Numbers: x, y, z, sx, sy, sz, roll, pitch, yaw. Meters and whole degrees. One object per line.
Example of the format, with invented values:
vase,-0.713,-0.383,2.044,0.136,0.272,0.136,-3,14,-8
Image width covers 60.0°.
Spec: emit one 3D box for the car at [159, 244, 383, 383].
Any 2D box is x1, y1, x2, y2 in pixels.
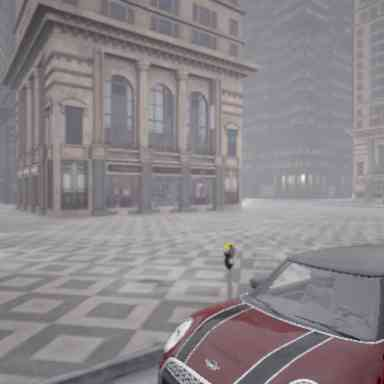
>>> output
car,1.637,1.431,3.708,4.097,1.590,1.967,0,0,-36
